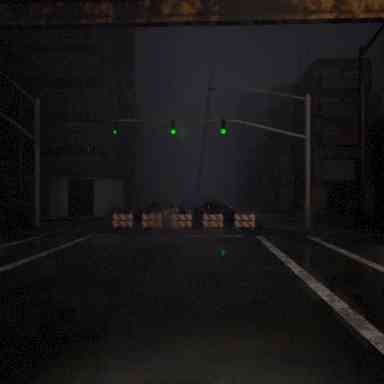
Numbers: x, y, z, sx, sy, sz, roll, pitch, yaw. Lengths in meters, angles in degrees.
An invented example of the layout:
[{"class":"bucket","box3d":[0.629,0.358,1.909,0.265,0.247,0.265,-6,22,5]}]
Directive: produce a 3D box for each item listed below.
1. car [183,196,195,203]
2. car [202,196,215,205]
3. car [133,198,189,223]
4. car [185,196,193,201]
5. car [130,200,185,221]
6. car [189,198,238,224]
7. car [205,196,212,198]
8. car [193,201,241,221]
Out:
[{"class":"car","box3d":[-0.498,1.295,59.396,1.853,1.218,4.536,0,0,2]},{"class":"car","box3d":[2.542,1.295,50.727,1.853,1.218,4.536,0,0,2]},{"class":"car","box3d":[-2.444,1.453,24.586,2.038,1.542,4.974,0,0,27]},{"class":"car","box3d":[-0.500,1.452,59.345,2.038,1.542,4.974,0,0,2]},{"class":"car","box3d":[-2.420,1.295,24.632,1.853,1.218,4.536,0,0,27]},{"class":"car","box3d":[1.698,1.453,24.090,2.038,1.542,4.974,0,0,-18]},{"class":"car","box3d":[2.540,1.452,50.675,2.038,1.542,4.974,0,0,2]},{"class":"car","box3d":[1.682,1.295,24.139,1.853,1.218,4.536,0,0,-18]}]
